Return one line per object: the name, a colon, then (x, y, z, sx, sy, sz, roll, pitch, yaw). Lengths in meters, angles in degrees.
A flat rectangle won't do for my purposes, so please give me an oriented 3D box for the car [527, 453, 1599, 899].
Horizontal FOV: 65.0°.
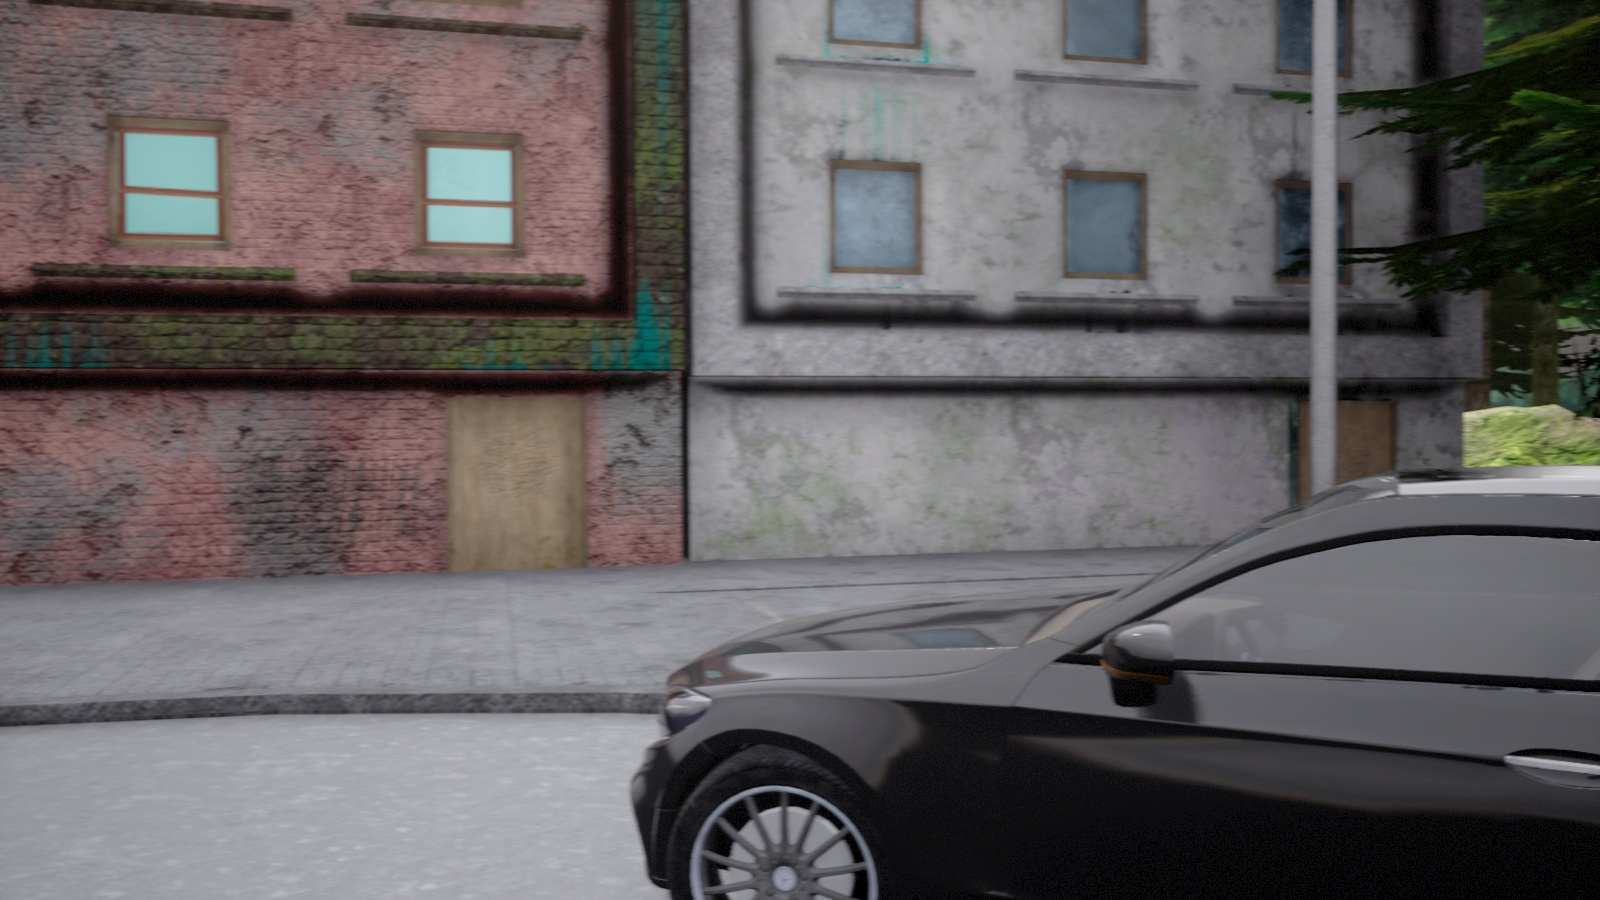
car: (1.651, 0.780, 3.339, 4.674, 1.442, 1.812, 1, 2, 31)
